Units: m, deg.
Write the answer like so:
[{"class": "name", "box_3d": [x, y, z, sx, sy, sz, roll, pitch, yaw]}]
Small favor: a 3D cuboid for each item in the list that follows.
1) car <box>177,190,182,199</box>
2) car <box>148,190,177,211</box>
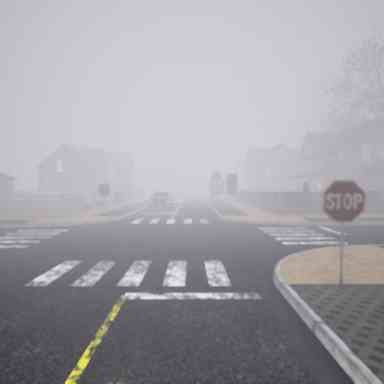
[{"class": "car", "box_3d": [-2.707, 0.337, 56.894, 2.128, 1.511, 4.902, 0, 1, 0]}, {"class": "car", "box_3d": [-2.728, 0.715, 30.205, 2.097, 1.767, 4.553, 0, 1, 0]}]
